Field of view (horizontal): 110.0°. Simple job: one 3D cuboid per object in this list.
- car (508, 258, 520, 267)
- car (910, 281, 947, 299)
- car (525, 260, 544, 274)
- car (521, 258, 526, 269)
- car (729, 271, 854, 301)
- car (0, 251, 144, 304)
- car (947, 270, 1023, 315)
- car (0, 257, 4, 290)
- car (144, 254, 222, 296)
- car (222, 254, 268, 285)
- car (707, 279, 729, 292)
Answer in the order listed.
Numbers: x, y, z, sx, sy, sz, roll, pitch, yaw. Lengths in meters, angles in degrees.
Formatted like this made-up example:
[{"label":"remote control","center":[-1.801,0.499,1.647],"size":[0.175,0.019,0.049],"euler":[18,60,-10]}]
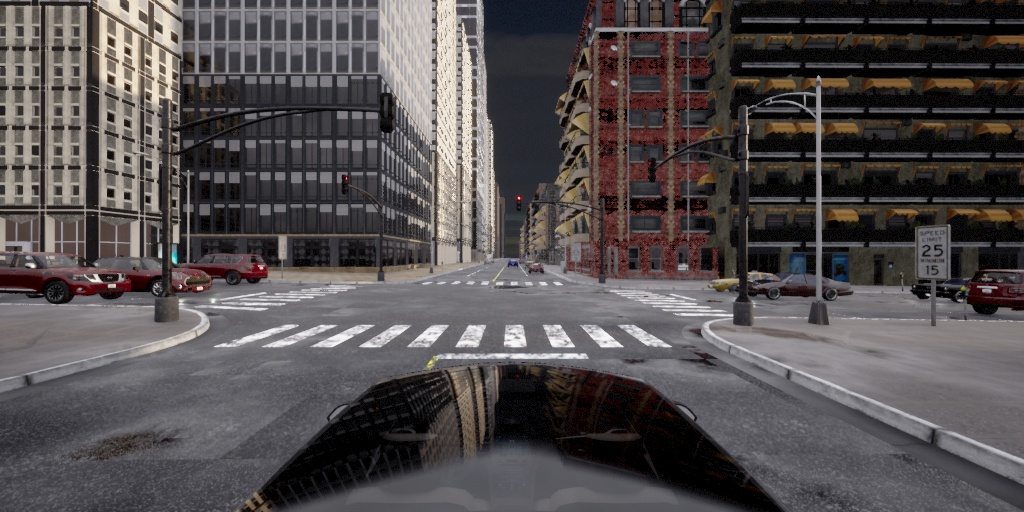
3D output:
[{"label":"car","center":[0.171,1.259,65.133],"size":[1.882,1.535,5.008],"euler":[0,0,0]},{"label":"car","center":[24.883,1.841,19.558],"size":[4.718,1.301,1.895],"euler":[1,0,-1]},{"label":"car","center":[2.786,1.346,41.781],"size":[1.802,1.307,4.207],"euler":[0,0,0]},{"label":"car","center":[2.750,1.323,54.698],"size":[2.007,1.370,4.403],"euler":[0,0,0]},{"label":"car","center":[15.253,1.612,19.484],"size":[5.357,1.411,2.033],"euler":[1,0,0]},{"label":"car","center":[-17.562,0.758,13.445],"size":[5.009,1.841,2.192],"euler":[0,0,0]},{"label":"car","center":[20.612,1.462,13.768],"size":[5.009,1.841,2.192],"euler":[0,0,0]},{"label":"car","center":[-26.482,0.762,15.967],"size":[5.008,1.535,1.882],"euler":[1,0,0]},{"label":"car","center":[-16.273,0.827,16.080],"size":[4.553,1.767,2.097],"euler":[1,0,-2]},{"label":"car","center":[-17.687,0.778,21.825],"size":[5.009,1.841,2.192],"euler":[0,0,0]},{"label":"car","center":[14.653,1.589,22.070],"size":[4.829,1.417,1.751],"euler":[0,0,0]}]
